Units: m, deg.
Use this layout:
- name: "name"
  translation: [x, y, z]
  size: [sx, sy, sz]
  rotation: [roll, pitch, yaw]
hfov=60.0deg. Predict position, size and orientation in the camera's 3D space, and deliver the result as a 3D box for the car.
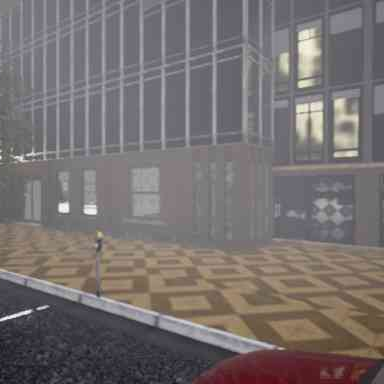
- name: "car"
  translation: [1.781, 1.573, 1.620]
  size: [4.206, 1.307, 1.802]
  rotation: [0, 1, 35]
